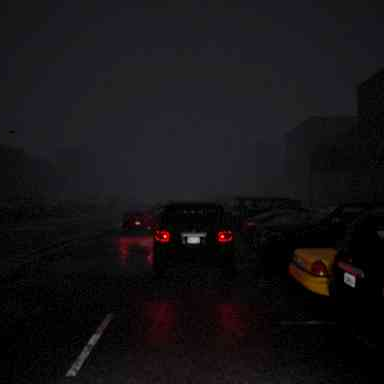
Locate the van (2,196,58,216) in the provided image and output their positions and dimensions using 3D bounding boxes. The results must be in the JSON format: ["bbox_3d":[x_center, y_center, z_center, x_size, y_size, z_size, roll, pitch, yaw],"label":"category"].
[{"bbox_3d":[-15.356,1.398,31.068,4.442,1.987,1.878,0,0,0],"label":"van"}]

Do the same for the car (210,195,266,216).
[{"bbox_3d":[4.689,1.383,34.922,5.566,2.045,2.435,0,0,0],"label":"car"}]

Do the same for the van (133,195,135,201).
[{"bbox_3d":[-15.381,1.797,72.302,4.442,1.987,1.878,0,-1,0],"label":"van"}]

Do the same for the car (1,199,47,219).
[{"bbox_3d":[-15.466,1.605,28.185,4.892,1.521,2.231,0,0,0],"label":"car"}]

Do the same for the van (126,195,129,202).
[{"bbox_3d":[-15.611,1.732,66.786,4.442,1.987,1.878,0,-1,0],"label":"van"}]

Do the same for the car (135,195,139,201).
[{"bbox_3d":[-15.528,1.804,75.060,5.566,2.045,2.435,0,-1,0],"label":"car"}]

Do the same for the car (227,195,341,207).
[{"bbox_3d":[4.742,1.290,18.246,5.566,2.045,2.435,0,0,0],"label":"car"}]

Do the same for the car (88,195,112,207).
[{"bbox_3d":[-15.513,1.530,50.244,5.566,2.045,2.435,0,-1,0],"label":"car"}]

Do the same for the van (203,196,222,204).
[{"bbox_3d":[4.843,1.844,79.385,4.442,1.987,1.878,0,-1,0],"label":"van"}]

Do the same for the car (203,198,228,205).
[{"bbox_3d":[4.719,1.946,68.265,5.008,1.535,2.097,0,-1,0],"label":"car"}]

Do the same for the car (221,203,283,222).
[{"bbox_3d":[4.713,1.624,26.707,4.674,1.452,2.002,0,0,0],"label":"car"}]

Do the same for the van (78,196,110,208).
[{"bbox_3d":[-15.603,1.583,53.001,4.442,1.987,1.878,0,-1,0],"label":"van"}]

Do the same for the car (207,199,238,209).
[{"bbox_3d":[4.718,1.811,51.591,4.674,1.452,2.002,0,-1,0],"label":"car"}]

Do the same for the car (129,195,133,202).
[{"bbox_3d":[-15.502,1.990,69.542,5.008,1.535,2.097,0,-1,0],"label":"car"}]

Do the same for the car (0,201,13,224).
[{"bbox_3d":[-15.463,1.572,22.672,4.892,1.521,2.231,0,0,0],"label":"car"}]

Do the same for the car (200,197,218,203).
[{"bbox_3d":[4.700,2.247,93.279,4.792,1.488,2.163,0,-1,0],"label":"car"}]

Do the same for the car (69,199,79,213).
[{"bbox_3d":[-15.662,1.659,36.458,5.366,1.575,1.946,0,0,0],"label":"car"}]

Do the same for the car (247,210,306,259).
[{"bbox_3d":[4.709,1.559,12.752,4.674,1.452,2.002,0,0,0],"label":"car"}]

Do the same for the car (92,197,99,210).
[{"bbox_3d":[-15.484,1.770,44.727,4.674,1.452,2.002,0,0,0],"label":"car"}]

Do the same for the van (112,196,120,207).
[{"bbox_3d":[-15.607,1.639,58.514,4.442,1.987,1.878,0,-1,0],"label":"van"}]

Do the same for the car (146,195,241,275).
[{"bbox_3d":[0.061,1.256,10.726,2.150,2.045,5.566,0,0,0],"label":"car"}]

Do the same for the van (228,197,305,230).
[{"bbox_3d":[4.597,1.327,21.027,4.442,1.987,1.878,0,0,0],"label":"van"}]

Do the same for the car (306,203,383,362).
[{"bbox_3d":[4.740,1.241,4.350,5.566,2.045,2.435,0,0,0],"label":"car"}]

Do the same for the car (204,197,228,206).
[{"bbox_3d":[4.755,1.789,65.488,4.553,1.767,2.185,0,-1,0],"label":"car"}]

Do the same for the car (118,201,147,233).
[{"bbox_3d":[-2.902,1.548,20.258,1.882,1.535,5.008,0,-1,0],"label":"car"}]

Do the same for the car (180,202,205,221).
[{"bbox_3d":[0.089,1.669,29.680,2.033,1.411,5.357,0,0,0],"label":"car"}]

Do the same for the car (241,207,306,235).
[{"bbox_3d":[4.710,1.569,15.466,4.674,1.452,2.002,0,0,0],"label":"car"}]

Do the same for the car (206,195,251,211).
[{"bbox_3d":[4.690,1.446,43.257,5.566,2.045,2.435,0,0,0],"label":"car"}]

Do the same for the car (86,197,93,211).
[{"bbox_3d":[-15.510,1.736,41.971,4.792,1.488,2.163,0,0,0],"label":"car"}]

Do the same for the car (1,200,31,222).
[{"bbox_3d":[-15.465,1.588,25.429,4.892,1.521,2.231,0,0,0],"label":"car"}]

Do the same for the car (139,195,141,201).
[{"bbox_3d":[-15.533,1.994,80.698,4.553,1.767,2.185,0,-1,0],"label":"car"}]

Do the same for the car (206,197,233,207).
[{"bbox_3d":[4.691,1.699,57.152,4.553,1.767,2.185,0,-1,0],"label":"car"}]

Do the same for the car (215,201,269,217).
[{"bbox_3d":[4.710,1.618,32.140,4.892,1.521,2.231,0,0,0],"label":"car"}]

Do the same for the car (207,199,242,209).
[{"bbox_3d":[4.714,1.747,48.813,4.892,1.521,2.231,0,0,0],"label":"car"}]

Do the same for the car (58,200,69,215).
[{"bbox_3d":[-15.473,1.682,33.699,4.674,1.452,2.002,0,0,0],"label":"car"}]

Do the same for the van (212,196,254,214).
[{"bbox_3d":[4.601,1.429,37.699,4.442,1.987,1.878,0,0,0],"label":"van"}]

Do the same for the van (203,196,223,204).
[{"bbox_3d":[4.842,1.813,76.606,4.442,1.987,1.878,0,-1,0],"label":"van"}]

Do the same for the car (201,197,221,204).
[{"bbox_3d":[4.721,2.101,82.162,4.892,1.521,2.231,0,-1,0],"label":"car"}]

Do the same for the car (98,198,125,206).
[{"bbox_3d":[-15.491,1.966,64.027,4.674,1.452,2.002,0,-1,0],"label":"car"}]

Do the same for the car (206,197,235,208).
[{"bbox_3d":[4.690,1.672,54.372,4.553,1.767,2.185,0,-1,0],"label":"car"}]

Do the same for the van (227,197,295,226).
[{"bbox_3d":[4.831,1.342,23.804,4.442,1.987,1.878,0,0,0],"label":"van"}]

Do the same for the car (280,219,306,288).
[{"bbox_3d":[4.896,1.497,7.129,5.366,1.575,1.946,0,0,0],"label":"car"}]

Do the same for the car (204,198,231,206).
[{"bbox_3d":[4.718,1.884,62.705,5.008,1.535,2.097,0,-1,0],"label":"car"}]

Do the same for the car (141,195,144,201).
[{"bbox_3d":[-15.532,1.898,83.334,5.566,2.045,2.435,0,-1,0],"label":"car"}]

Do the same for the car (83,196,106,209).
[{"bbox_3d":[-15.489,1.755,47.486,5.008,1.535,2.097,0,-1,0],"label":"car"}]

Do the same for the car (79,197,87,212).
[{"bbox_3d":[-15.472,1.685,39.213,4.892,1.521,2.231,0,0,0],"label":"car"}]

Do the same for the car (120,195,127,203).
[{"bbox_3d":[-15.306,1.893,61.270,5.366,1.575,1.946,0,-1,0],"label":"car"}]

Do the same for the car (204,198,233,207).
[{"bbox_3d":[4.728,1.855,59.929,4.892,1.521,2.231,0,-1,0],"label":"car"}]
